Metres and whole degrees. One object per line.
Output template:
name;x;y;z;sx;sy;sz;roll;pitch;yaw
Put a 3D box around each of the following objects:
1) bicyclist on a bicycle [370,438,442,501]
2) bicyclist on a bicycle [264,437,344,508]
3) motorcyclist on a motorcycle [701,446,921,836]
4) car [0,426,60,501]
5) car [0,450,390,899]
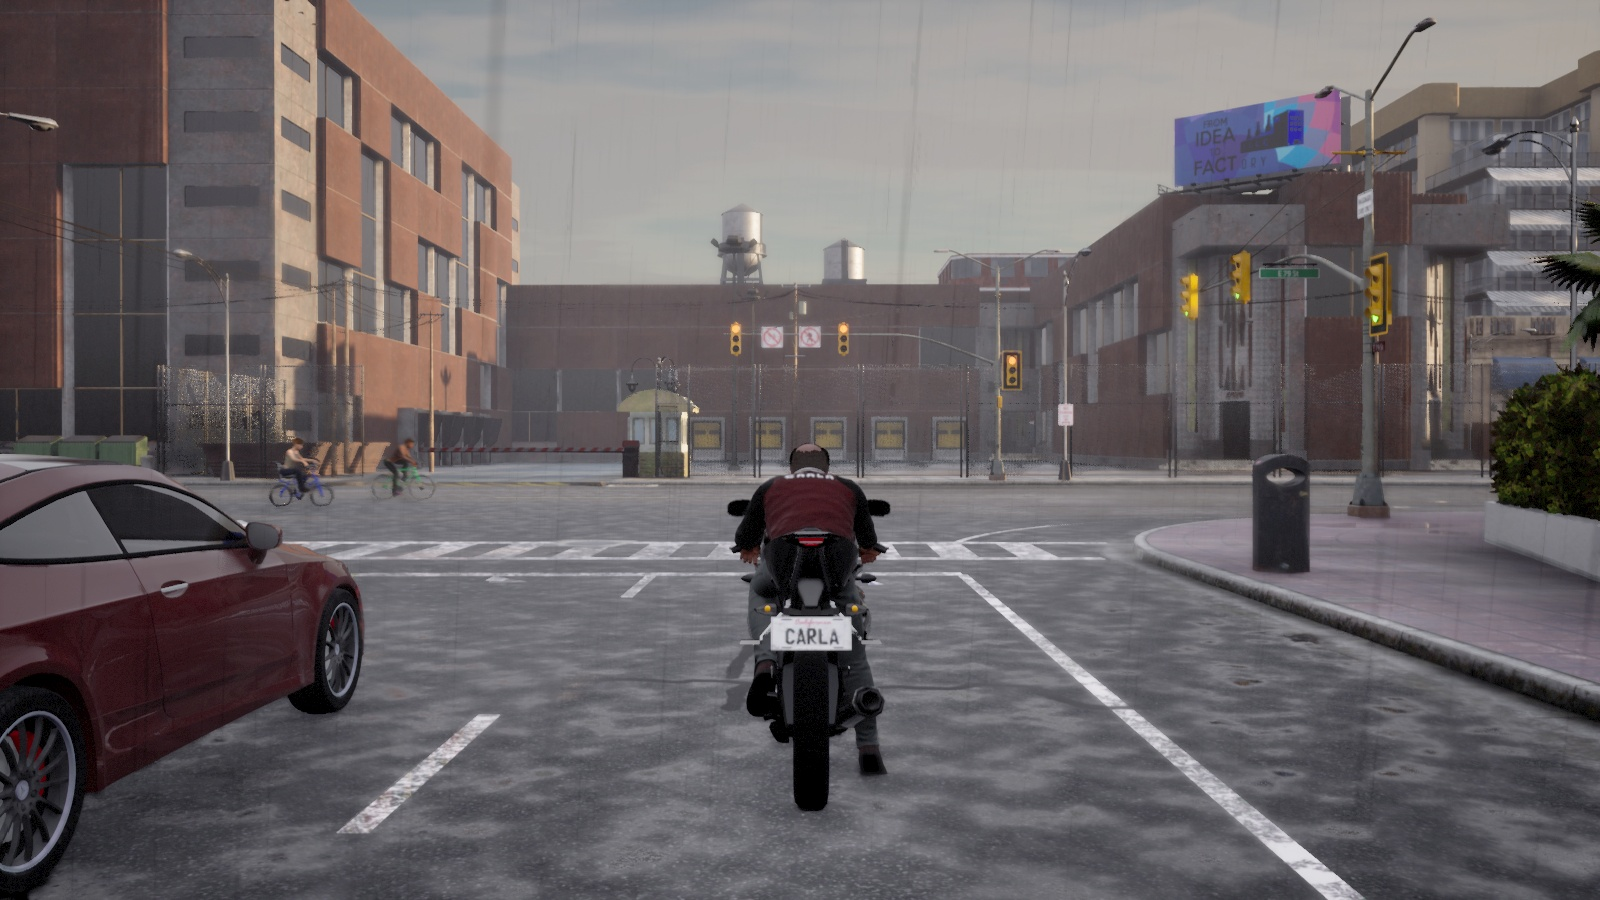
bicyclist on a bicycle;-10.193;0.504;32.514;1.656;1.620;0.582;0;0;1
bicyclist on a bicycle;-11.449;0.507;29.036;1.509;1.612;0.866;0;0;1
motorcyclist on a motorcycle;0.045;0.747;6.037;0.866;1.530;2.191;0;0;0
car;-21.748;0.337;32.668;3.866;1.878;1.905;0;0;1
car;-3.445;0.738;5.441;1.812;1.442;4.674;0;0;0
